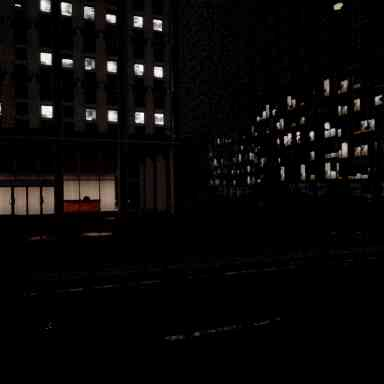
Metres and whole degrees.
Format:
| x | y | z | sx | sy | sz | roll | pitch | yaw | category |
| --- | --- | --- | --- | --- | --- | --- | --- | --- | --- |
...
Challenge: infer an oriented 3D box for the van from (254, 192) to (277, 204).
| x | y | z | sx | sy | sz | roll | pitch | yaw | category |
| --- | --- | --- | --- | --- | --- | --- | --- | --- | --- |
| 11.770 | 0.871 | 53.728 | 1.690 | 1.788 | 3.998 | 0 | 1 | -21 | van |

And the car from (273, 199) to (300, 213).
| x | y | z | sx | sy | sz | roll | pitch | yaw | category |
| --- | --- | --- | --- | --- | --- | --- | --- | --- | --- |
| 9.998 | 1.400 | 34.769 | 1.802 | 1.307 | 4.206 | 0 | 1 | -21 | car |

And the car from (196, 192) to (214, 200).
| x | y | z | sx | sy | sz | roll | pitch | yaw | category |
| --- | --- | --- | --- | --- | --- | --- | --- | --- | --- |
| 2.755 | 0.880 | 69.852 | 1.882 | 1.535 | 5.008 | -1 | 1 | -21 | car |

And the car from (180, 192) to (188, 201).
| x | y | z | sx | sy | sz | roll | pitch | yaw | category |
| --- | --- | --- | --- | --- | --- | --- | --- | --- | --- |
| -2.193 | 1.056 | 66.615 | 2.008 | 1.369 | 4.403 | 0 | 1 | -21 | car |

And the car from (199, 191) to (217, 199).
| x | y | z | sx | sy | sz | roll | pitch | yaw | category |
| --- | --- | --- | --- | --- | --- | --- | --- | --- | --- |
| 3.574 | 0.634 | 74.934 | 2.192 | 1.841 | 5.009 | 0 | 1 | -21 | car |

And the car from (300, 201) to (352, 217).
| x | y | z | sx | sy | sz | roll | pitch | yaw | category |
| --- | --- | --- | --- | --- | --- | --- | --- | --- | --- |
| 12.030 | 1.435 | 29.459 | 1.947 | 1.339 | 4.313 | 0 | 1 | -21 | car |

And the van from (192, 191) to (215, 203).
| x | y | z | sx | sy | sz | roll | pitch | yaw | category |
| --- | --- | --- | --- | --- | --- | --- | --- | --- | --- |
| 1.906 | 0.952 | 56.010 | 1.690 | 1.788 | 3.998 | 0 | 1 | -21 | van |

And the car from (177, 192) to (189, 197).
| x | y | z | sx | sy | sz | roll | pitch | yaw | category |
| --- | --- | --- | --- | --- | --- | --- | --- | --- | --- |
| -2.573 | 0.710 | 90.840 | 2.008 | 1.369 | 4.403 | 0 | 1 | -21 | car |

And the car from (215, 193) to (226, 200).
| x | y | z | sx | sy | sz | roll | pitch | yaw | category |
| --- | --- | --- | --- | --- | --- | --- | --- | --- | --- |
| 5.624 | 0.954 | 69.636 | 1.802 | 1.307 | 4.206 | 0 | 1 | -21 | car |

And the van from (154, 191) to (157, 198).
| x | y | z | sx | sy | sz | roll | pitch | yaw | category |
| --- | --- | --- | --- | --- | --- | --- | --- | --- | --- |
| -8.340 | 0.687 | 82.517 | 1.690 | 1.788 | 3.998 | 0 | 1 | -21 | van |

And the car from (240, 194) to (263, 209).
| x | y | z | sx | sy | sz | roll | pitch | yaw | category |
| --- | --- | --- | --- | --- | --- | --- | --- | --- | --- |
| 8.003 | 1.332 | 40.091 | 1.947 | 1.339 | 4.313 | 0 | 1 | -21 | car |

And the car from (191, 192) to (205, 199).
| x | y | z | sx | sy | sz | roll | pitch | yaw | category |
| --- | --- | --- | --- | --- | --- | --- | --- | --- | --- |
| 1.525 | 0.706 | 80.236 | 1.967 | 1.590 | 4.097 | 0 | 1 | -21 | car |

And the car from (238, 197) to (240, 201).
| x | y | z | sx | sy | sz | roll | pitch | yaw | category |
| --- | --- | --- | --- | --- | --- | --- | --- | --- | --- |
| 9.722 | 1.060 | 59.032 | 1.802 | 1.307 | 4.206 | 0 | 1 | -21 | car |
